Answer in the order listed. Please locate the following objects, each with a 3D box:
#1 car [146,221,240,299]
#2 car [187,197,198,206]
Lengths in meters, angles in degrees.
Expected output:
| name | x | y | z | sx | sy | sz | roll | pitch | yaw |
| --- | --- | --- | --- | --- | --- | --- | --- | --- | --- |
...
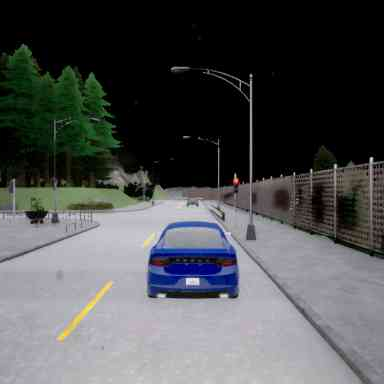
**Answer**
| name | x | y | z | sx | sy | sz | roll | pitch | yaw |
| --- | --- | --- | --- | --- | --- | --- | --- | --- | --- |
| car | 0.034 | 1.478 | 8.519 | 1.882 | 1.535 | 5.008 | 0 | 0 | 0 |
| car | 0.100 | 1.547 | 55.132 | 2.033 | 1.411 | 5.357 | 0 | 0 | 0 |
